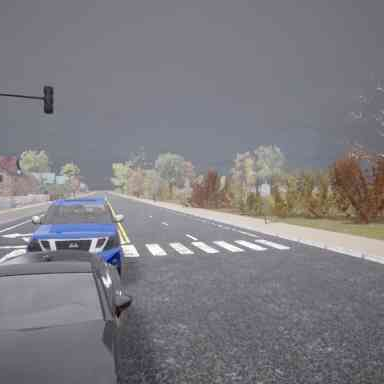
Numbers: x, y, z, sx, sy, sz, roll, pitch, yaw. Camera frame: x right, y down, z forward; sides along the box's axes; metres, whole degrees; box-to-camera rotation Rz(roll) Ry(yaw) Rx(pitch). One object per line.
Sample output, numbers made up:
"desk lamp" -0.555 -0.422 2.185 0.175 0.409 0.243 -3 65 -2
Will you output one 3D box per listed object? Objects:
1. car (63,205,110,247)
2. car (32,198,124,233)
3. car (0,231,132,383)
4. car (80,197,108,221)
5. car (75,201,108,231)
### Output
"car" -4.985 1.498 16.115 1.837 1.490 4.892 0 0 -15
"car" -3.350 1.218 10.036 2.150 2.045 5.566 0 0 -15
"car" -1.734 1.524 3.941 1.812 1.442 4.674 0 0 -13
"car" -8.069 1.337 27.605 2.097 1.767 4.553 0 0 -15
"car" -6.531 1.468 21.866 1.882 1.535 5.008 0 0 -15
